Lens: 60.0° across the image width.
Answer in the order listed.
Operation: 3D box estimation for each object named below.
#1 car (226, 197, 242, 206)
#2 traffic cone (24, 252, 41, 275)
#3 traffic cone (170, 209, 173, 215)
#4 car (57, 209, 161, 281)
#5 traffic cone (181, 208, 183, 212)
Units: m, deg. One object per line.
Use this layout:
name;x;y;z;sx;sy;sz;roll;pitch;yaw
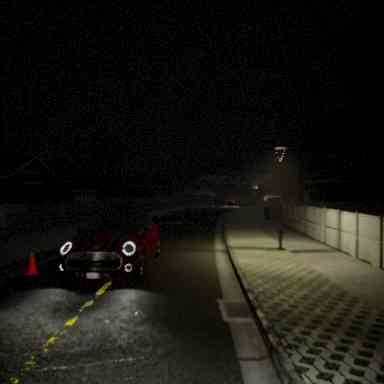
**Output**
car;7.340;1.649;58.044;1.882;1.535;5.008;0;0;23
traffic cone;-4.497;1.990;9.356;0.340;0.580;0.340;0;0;2
traffic cone;-2.124;2.063;34.536;0.340;0.580;0.340;0;0;9
car;-2.243;1.382;10.065;2.097;1.767;4.553;0;0;3
traffic cone;-1.172;2.079;39.586;0.340;0.580;0.340;0;0;12
